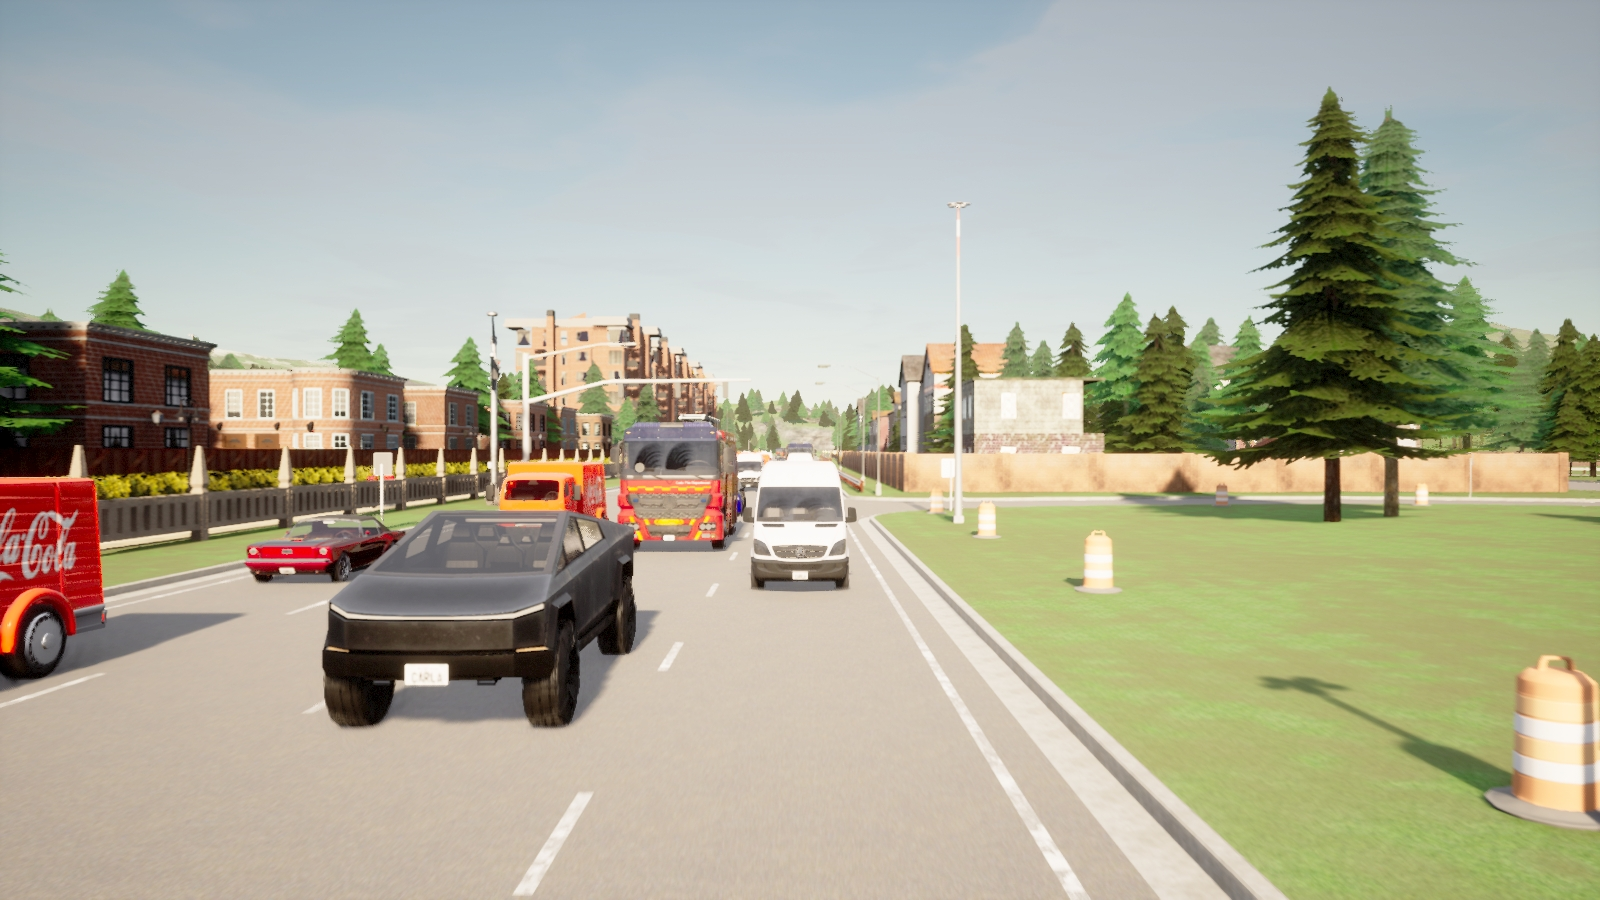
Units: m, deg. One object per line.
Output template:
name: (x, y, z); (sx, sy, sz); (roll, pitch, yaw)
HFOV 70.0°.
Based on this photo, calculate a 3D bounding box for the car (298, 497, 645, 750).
car: (-3.500, 1.753, 13.816); (2.390, 2.098, 6.274); (0, 0, 0)

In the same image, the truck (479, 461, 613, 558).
truck: (-7.000, 1.568, 32.181); (2.627, 2.467, 5.204); (0, 0, 0)

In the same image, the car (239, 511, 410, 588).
car: (-10.498, 2.155, 25.651); (1.895, 1.301, 4.718); (0, 0, 0)

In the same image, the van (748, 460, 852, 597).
van: (0.004, 1.534, 24.852); (1.988, 2.561, 5.915); (0, 0, 0)

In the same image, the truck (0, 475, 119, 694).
truck: (-10.500, 1.568, 12.802); (2.627, 2.467, 5.204); (0, 0, 0)

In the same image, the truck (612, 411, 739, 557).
truck: (-3.498, 0.890, 34.270); (2.891, 3.827, 8.468); (0, 0, 0)

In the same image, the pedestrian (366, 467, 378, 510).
pedestrian: (-18.970, 1.702, 50.670); (0.375, 1.860, 0.375); (0, 0, 0)
